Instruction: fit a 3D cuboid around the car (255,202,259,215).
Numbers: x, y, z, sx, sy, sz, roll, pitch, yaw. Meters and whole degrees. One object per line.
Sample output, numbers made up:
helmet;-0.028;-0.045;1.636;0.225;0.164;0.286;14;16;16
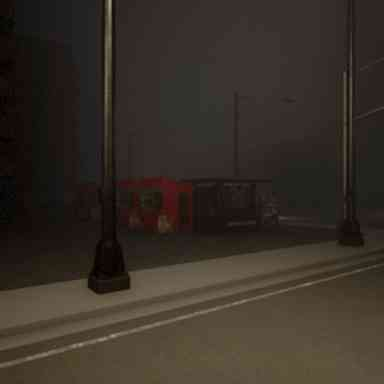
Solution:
car;5.953;1.676;33.822;1.837;1.490;4.892;0;-1;-36
